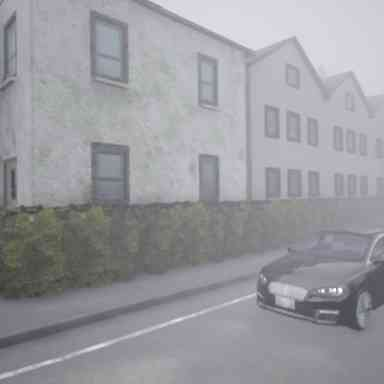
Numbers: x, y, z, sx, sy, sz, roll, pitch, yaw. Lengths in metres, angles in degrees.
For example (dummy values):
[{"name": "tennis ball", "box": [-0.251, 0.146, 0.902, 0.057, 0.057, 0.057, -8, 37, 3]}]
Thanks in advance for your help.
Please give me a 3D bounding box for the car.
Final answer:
[{"name": "car", "box": [3.368, 1.570, 7.165, 4.902, 1.511, 2.128, 0, -1, -42]}]
